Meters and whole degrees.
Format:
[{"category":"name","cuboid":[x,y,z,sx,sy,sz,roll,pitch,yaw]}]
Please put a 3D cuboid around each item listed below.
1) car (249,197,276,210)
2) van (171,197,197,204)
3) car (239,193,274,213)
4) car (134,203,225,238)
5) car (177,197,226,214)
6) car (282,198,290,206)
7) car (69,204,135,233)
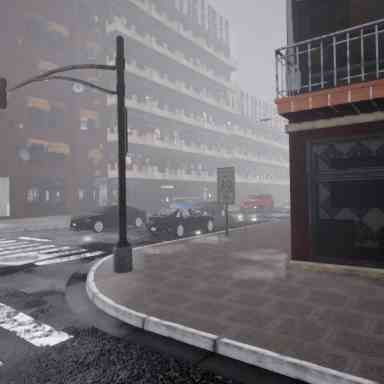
[{"category":"car","cuboid":[9.327,1.431,44.014,1.967,1.590,4.097,-1,-1,36]},{"category":"van","cuboid":[-0.399,1.365,30.424,1.690,1.788,3.998,-1,-1,36]},{"category":"car","cuboid":[7.252,1.174,36.875,2.150,2.045,5.566,-1,-1,36]},{"category":"car","cuboid":[-0.470,1.435,16.778,2.008,1.369,4.403,-1,-1,36]},{"category":"car","cuboid":[1.167,1.478,28.368,1.837,1.490,4.892,-1,-1,35]},{"category":"car","cuboid":[15.713,1.496,52.935,1.752,1.417,4.829,-1,-1,36]},{"category":"car","cuboid":[-4.882,1.475,19.919,1.882,1.535,5.008,-1,-1,36]}]
